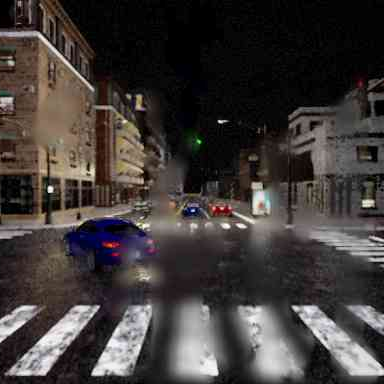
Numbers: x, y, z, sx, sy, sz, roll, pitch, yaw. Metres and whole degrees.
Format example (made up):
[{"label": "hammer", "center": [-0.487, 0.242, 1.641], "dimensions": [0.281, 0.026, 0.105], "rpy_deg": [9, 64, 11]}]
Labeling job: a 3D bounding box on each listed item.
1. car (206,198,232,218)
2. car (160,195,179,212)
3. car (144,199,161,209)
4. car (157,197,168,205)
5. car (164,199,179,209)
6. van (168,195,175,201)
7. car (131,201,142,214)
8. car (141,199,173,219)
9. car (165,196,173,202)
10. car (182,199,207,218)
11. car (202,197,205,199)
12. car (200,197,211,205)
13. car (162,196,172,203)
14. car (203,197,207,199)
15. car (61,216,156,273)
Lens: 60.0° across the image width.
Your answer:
[{"label": "car", "center": [2.683, 1.523, 31.604], "dimensions": [1.967, 1.590, 4.097], "rpy_deg": [0, 0, 0]}, {"label": "car", "center": [-3.079, 1.462, 40.030], "dimensions": [2.097, 1.767, 4.553], "rpy_deg": [0, 0, 0]}, {"label": "car", "center": [-5.697, 1.690, 48.682], "dimensions": [2.008, 1.369, 4.403], "rpy_deg": [0, 0, 0]}, {"label": "car", "center": [-5.698, 1.725, 65.601], "dimensions": [1.752, 1.417, 4.829], "rpy_deg": [0, 0, 0]}, {"label": "car", "center": [-3.001, 1.708, 50.028], "dimensions": [1.994, 1.385, 4.181], "rpy_deg": [0, 0, 0]}, {"label": "van", "center": [-5.701, 1.660, 94.255], "dimensions": [1.690, 1.788, 3.998], "rpy_deg": [-1, 0, 0]}, {"label": "car", "center": [-5.697, 1.652, 37.288], "dimensions": [2.008, 1.369, 4.403], "rpy_deg": [0, 0, 0]}, {"label": "car", "center": [-3.098, 1.643, 30.229], "dimensions": [1.994, 1.385, 4.181], "rpy_deg": [0, 0, 0]}, {"label": "car", "center": [-5.699, 1.794, 82.690], "dimensions": [1.752, 1.417, 4.829], "rpy_deg": [-1, 0, 0]}, {"label": "car", "center": [0.100, 1.647, 31.614], "dimensions": [1.994, 1.385, 4.181], "rpy_deg": [0, 0, 0]}, {"label": "car", "center": [2.683, 1.690, 48.694], "dimensions": [2.008, 1.369, 4.403], "rpy_deg": [0, 0, 0]}, {"label": "car", "center": [2.683, 1.752, 65.784], "dimensions": [2.008, 1.369, 4.403], "rpy_deg": [-1, 0, 0]}, {"label": "car", "center": [-5.700, 1.686, 77.164], "dimensions": [1.967, 1.590, 4.097], "rpy_deg": [0, 0, 0]}, {"label": "car", "center": [2.683, 1.702, 42.997], "dimensions": [1.802, 1.307, 4.206], "rpy_deg": [0, 0, 0]}, {"label": "car", "center": [-2.840, 1.566, 10.978], "dimensions": [1.812, 1.442, 4.674], "rpy_deg": [1, 0, -34]}]
